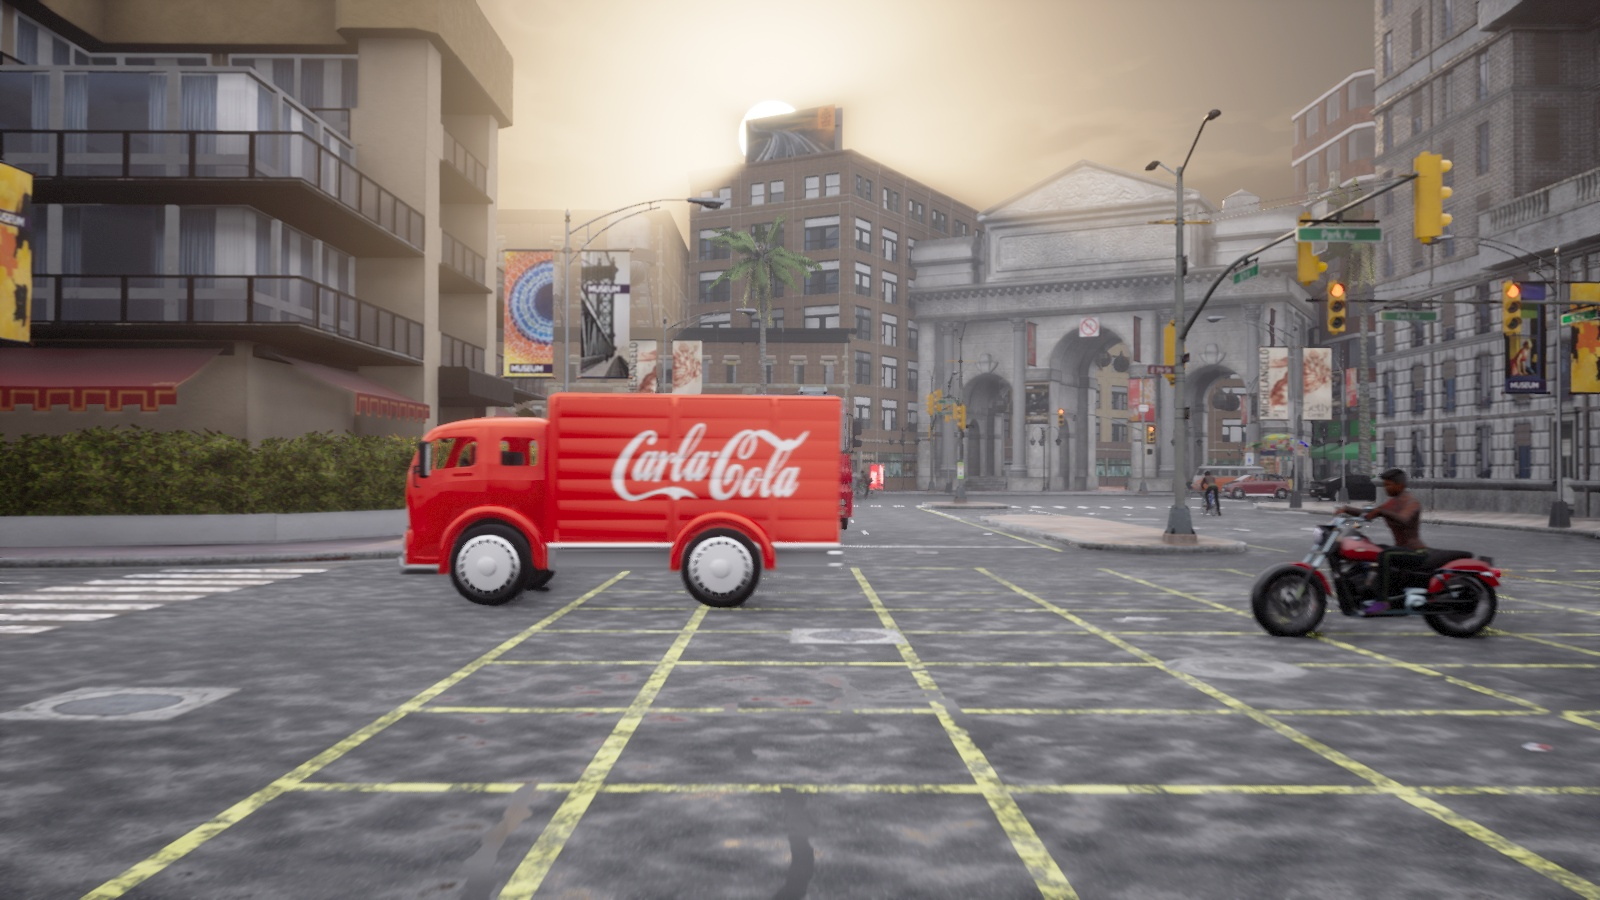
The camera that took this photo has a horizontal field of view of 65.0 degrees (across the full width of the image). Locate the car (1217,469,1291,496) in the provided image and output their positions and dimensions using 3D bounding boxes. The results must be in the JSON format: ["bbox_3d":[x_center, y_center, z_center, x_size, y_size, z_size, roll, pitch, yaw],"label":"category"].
[{"bbox_3d":[26.590,1.920,73.659,3.705,1.549,1.789,0,-1,0],"label":"car"}]

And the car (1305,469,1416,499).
[{"bbox_3d":[29.717,1.789,66.655,5.008,1.535,1.882,0,-1,-2],"label":"car"}]

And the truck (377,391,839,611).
[{"bbox_3d":[-2.180,0.596,15.489,5.204,2.467,2.627,0,-1,0],"label":"truck"}]

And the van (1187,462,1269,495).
[{"bbox_3d":[26.260,1.754,77.163,4.442,1.987,1.775,0,-1,0],"label":"van"}]

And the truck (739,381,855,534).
[{"bbox_3d":[-0.092,0.249,35.744,2.891,3.827,8.468,0,-1,0],"label":"truck"}]

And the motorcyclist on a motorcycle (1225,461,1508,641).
[{"bbox_3d":[5.389,0.945,12.043,2.350,1.649,0.766,0,-1,0],"label":"motorcyclist on a motorcycle"}]
